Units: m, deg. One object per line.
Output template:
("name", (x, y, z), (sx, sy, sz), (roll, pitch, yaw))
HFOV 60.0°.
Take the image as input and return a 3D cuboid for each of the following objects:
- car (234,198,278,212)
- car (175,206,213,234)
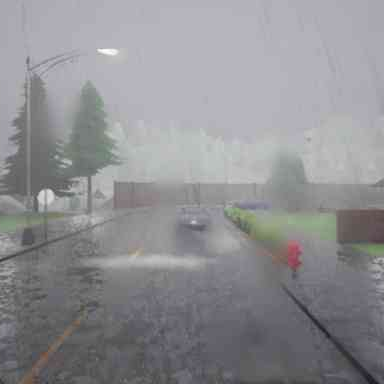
("car", (6.744, 1.377, 35.327), (4.674, 1.442, 1.812), (0, -1, -10))
("car", (0.105, 1.484, 18.772), (1.994, 1.385, 4.181), (0, 0, 0))
